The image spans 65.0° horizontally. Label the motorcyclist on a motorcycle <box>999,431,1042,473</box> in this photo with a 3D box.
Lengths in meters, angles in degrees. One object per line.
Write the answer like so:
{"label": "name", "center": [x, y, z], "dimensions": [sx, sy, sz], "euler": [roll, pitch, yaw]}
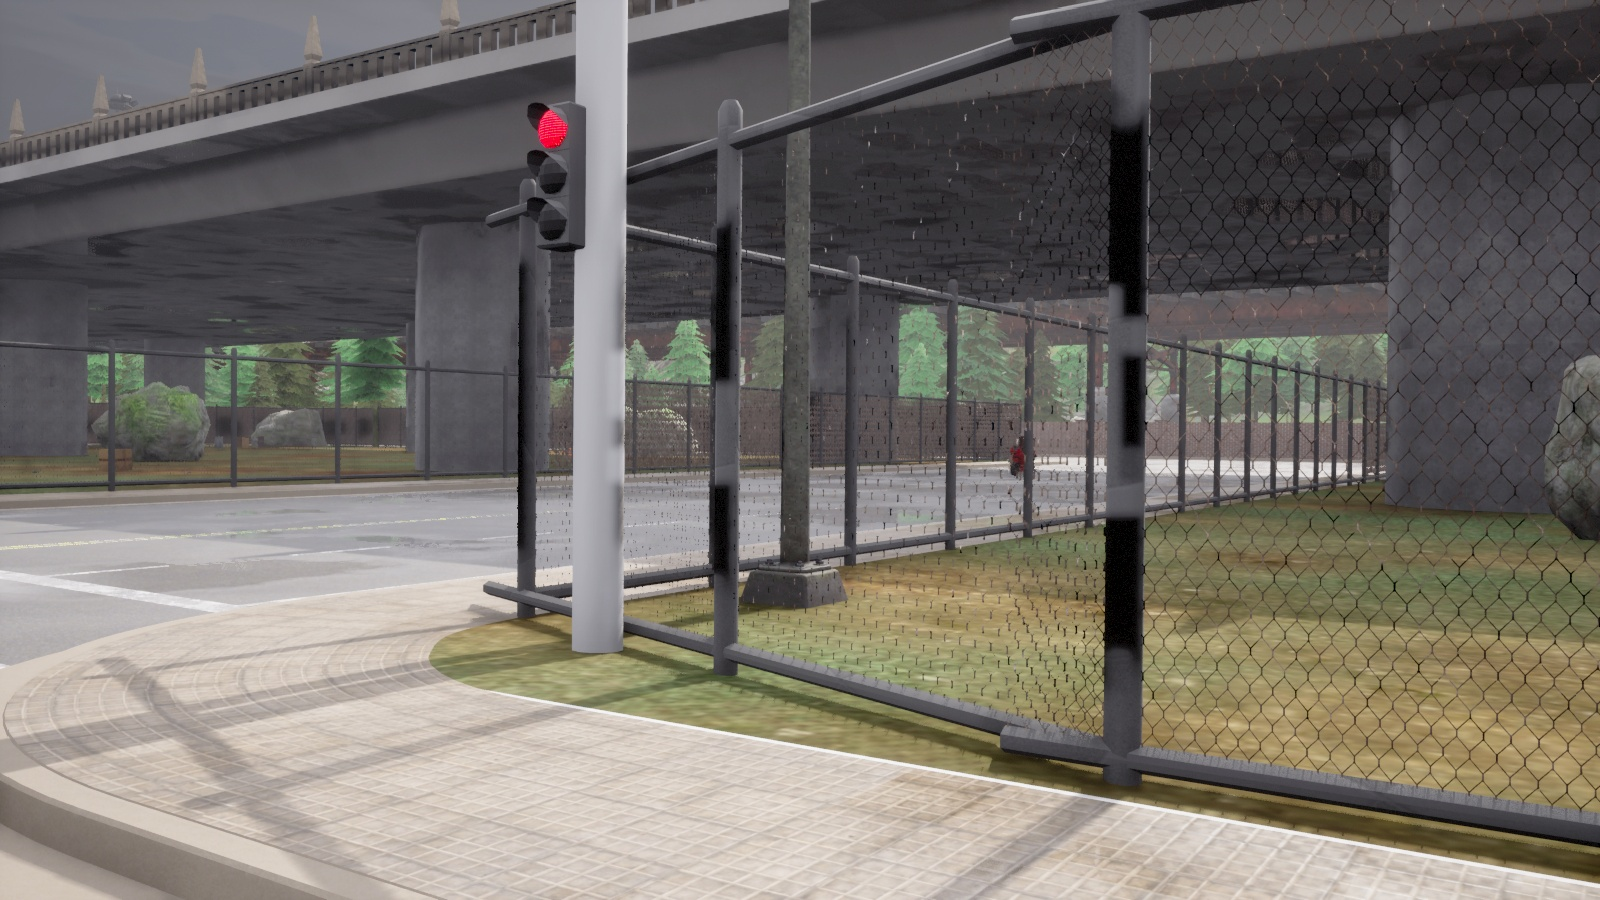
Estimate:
{"label": "motorcyclist on a motorcycle", "center": [8.136, 0.064, 46.245], "dimensions": [0.797, 1.523, 2.044], "euler": [0, 1, 33]}
